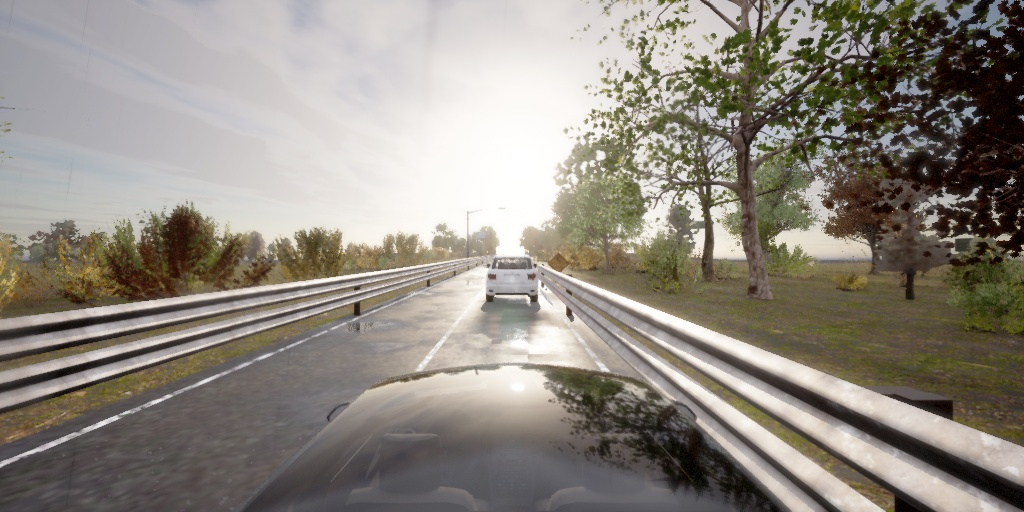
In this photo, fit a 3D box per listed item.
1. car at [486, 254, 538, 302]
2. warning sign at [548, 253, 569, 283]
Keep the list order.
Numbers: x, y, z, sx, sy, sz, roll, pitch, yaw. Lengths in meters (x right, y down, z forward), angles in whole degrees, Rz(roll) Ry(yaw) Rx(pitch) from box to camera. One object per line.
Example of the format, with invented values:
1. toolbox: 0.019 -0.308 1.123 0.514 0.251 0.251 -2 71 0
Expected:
1. car: 0.000 0.932 16.523 2.150 2.045 5.566 0 1 0
2. warning sign: 2.850 0.731 21.754 1.300 1.860 1.060 0 0 0
